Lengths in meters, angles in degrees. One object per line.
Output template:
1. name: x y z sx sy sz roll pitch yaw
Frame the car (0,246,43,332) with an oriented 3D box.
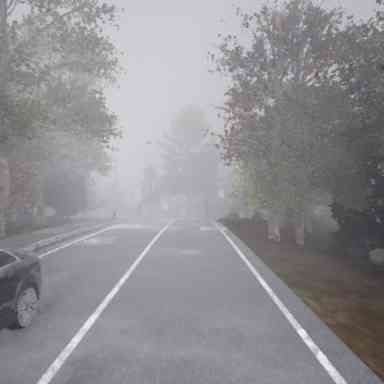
1. car: -3.600 1.484 4.070 2.128 1.511 4.902 0 0 0
